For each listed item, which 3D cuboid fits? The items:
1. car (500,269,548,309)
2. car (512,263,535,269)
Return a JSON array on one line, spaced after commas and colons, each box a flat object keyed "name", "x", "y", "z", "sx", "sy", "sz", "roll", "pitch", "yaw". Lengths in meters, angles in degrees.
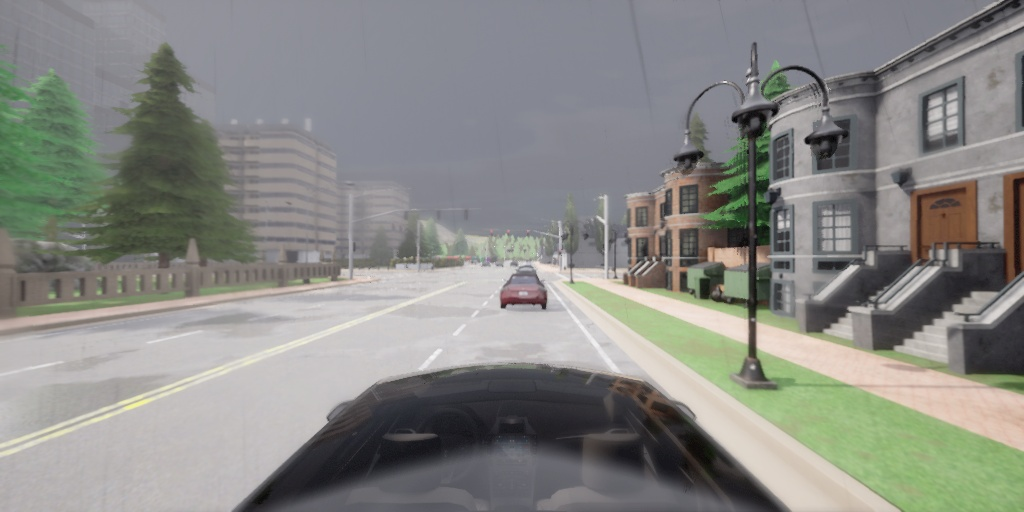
[{"name": "car", "x": 0.543, "y": 1.453, "z": 15.972, "sx": 1.994, "sy": 1.385, "sz": 4.181, "roll": 0, "pitch": -1, "yaw": 3}, {"name": "car", "x": 1.267, "y": 1.562, "z": 31.033, "sx": 1.812, "sy": 1.442, "sz": 4.674, "roll": 0, "pitch": 0, "yaw": 5}]
